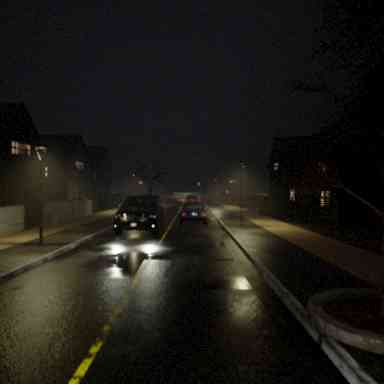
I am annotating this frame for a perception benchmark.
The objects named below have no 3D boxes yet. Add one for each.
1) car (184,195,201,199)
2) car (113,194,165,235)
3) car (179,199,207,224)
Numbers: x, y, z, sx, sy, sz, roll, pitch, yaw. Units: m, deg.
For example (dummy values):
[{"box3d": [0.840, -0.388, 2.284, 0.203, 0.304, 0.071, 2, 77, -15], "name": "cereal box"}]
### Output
[{"box3d": [0.096, 1.150, 41.687, 2.097, 1.767, 4.553, 0, 0, 0], "name": "car"}, {"box3d": [-2.751, 1.172, 18.419, 2.150, 2.045, 5.566, 0, 0, 0], "name": "car"}, {"box3d": [0.098, 1.434, 23.331, 2.033, 1.411, 5.357, 0, 0, 0], "name": "car"}]
